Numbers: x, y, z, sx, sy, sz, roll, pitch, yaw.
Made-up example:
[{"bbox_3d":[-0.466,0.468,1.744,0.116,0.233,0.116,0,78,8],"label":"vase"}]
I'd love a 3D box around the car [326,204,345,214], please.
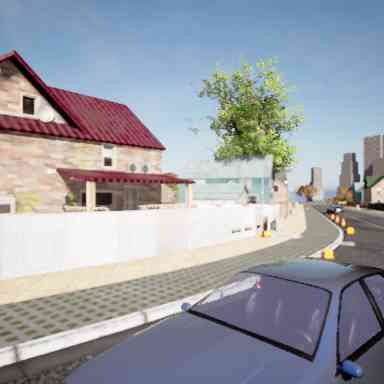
[{"bbox_3d":[21.214,2.523,49.447,2.128,1.511,4.902,0,-1,11],"label":"car"}]

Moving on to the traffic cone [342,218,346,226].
[{"bbox_3d":[12.384,2.439,27.197,0.340,0.580,0.340,0,-1,18],"label":"traffic cone"}]

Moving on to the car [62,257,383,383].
[{"bbox_3d":[1.318,1.577,3.910,5.357,1.411,2.033,1,0,-43],"label":"car"}]
